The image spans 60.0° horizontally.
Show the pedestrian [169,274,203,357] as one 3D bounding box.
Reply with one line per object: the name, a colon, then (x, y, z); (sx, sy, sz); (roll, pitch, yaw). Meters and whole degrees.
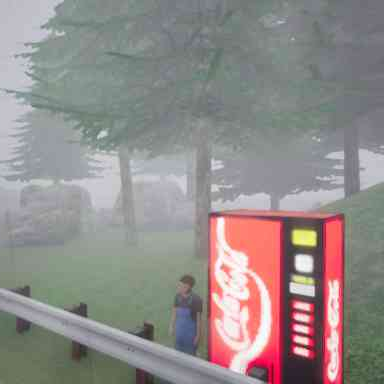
pedestrian: (-0.063, 1.484, 3.644); (0.375, 1.300, 0.375); (0, 0, 35)
